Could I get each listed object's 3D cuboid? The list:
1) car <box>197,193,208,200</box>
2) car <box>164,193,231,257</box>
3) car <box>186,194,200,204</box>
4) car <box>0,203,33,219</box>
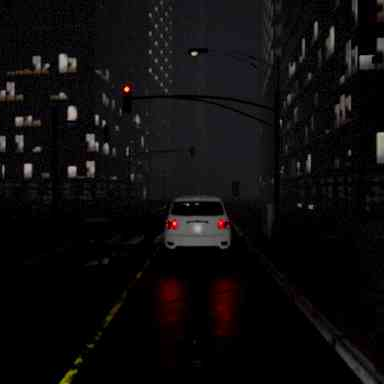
[{"bbox_3d":[2.233,0.907,70.057,1.812,1.442,4.674,0,1,8],"label":"car"},{"bbox_3d":[0.172,1.124,12.567,2.150,2.045,5.566,0,0,0],"label":"car"},{"bbox_3d":[0.172,1.064,54.598,1.812,1.442,4.674,0,1,7],"label":"car"},{"bbox_3d":[-16.377,1.630,29.455,4.403,1.369,2.008,-1,1,10],"label":"car"}]
